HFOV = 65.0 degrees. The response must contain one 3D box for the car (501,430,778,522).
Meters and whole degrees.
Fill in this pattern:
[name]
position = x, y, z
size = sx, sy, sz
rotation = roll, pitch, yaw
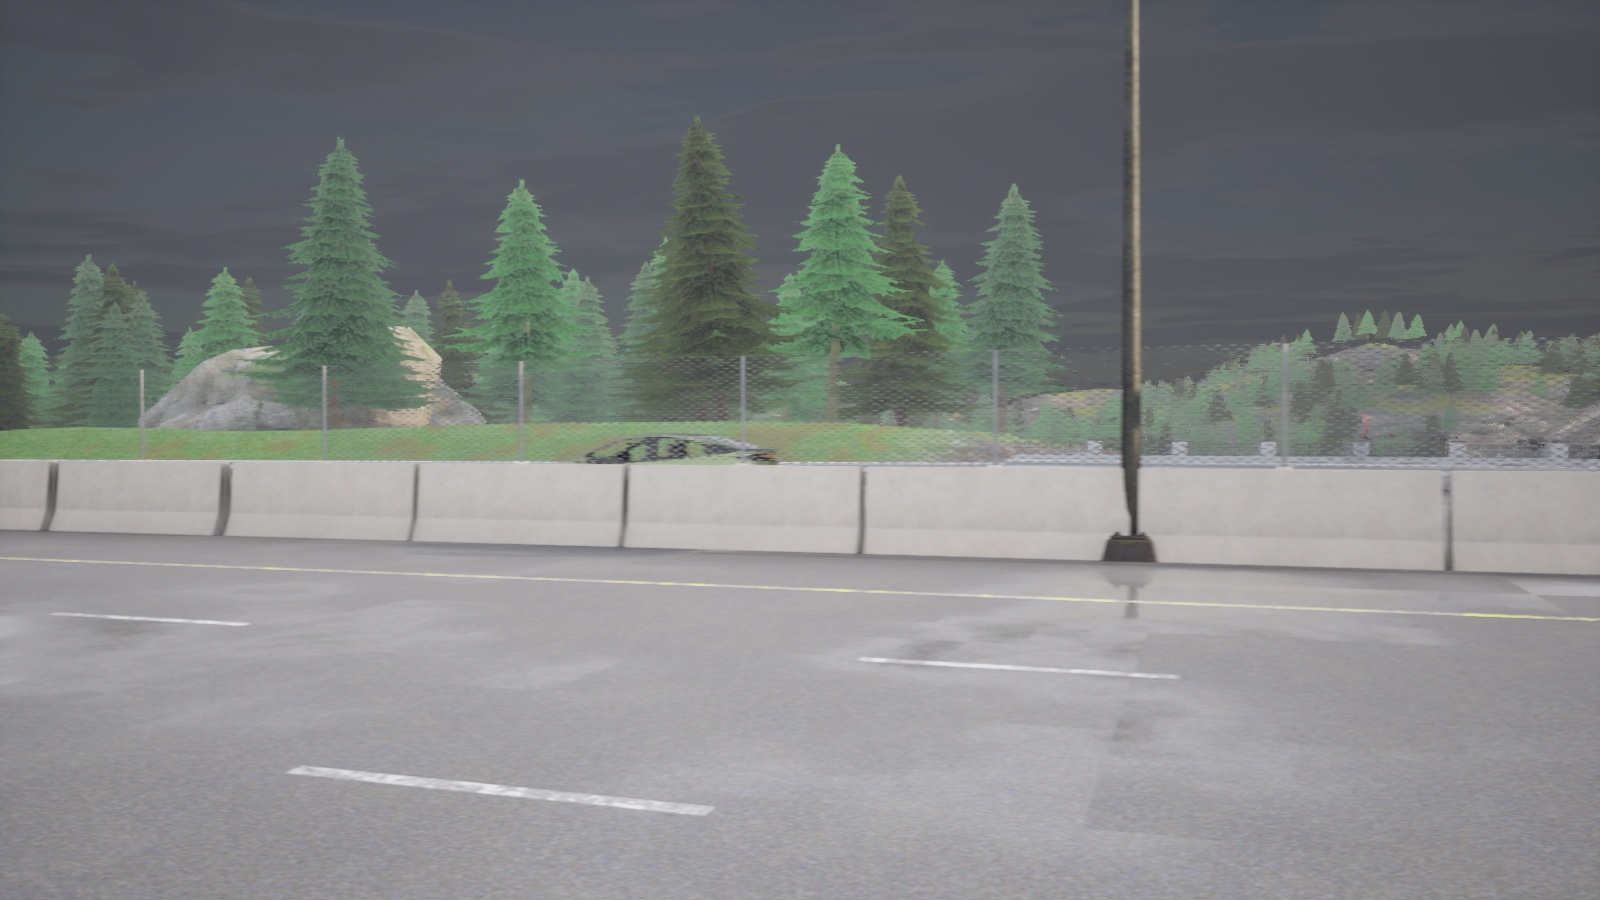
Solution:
[car]
position = -2.865, 0.402, 22.618
size = 4.514, 1.525, 2.007
rotation = 1, 1, 19
